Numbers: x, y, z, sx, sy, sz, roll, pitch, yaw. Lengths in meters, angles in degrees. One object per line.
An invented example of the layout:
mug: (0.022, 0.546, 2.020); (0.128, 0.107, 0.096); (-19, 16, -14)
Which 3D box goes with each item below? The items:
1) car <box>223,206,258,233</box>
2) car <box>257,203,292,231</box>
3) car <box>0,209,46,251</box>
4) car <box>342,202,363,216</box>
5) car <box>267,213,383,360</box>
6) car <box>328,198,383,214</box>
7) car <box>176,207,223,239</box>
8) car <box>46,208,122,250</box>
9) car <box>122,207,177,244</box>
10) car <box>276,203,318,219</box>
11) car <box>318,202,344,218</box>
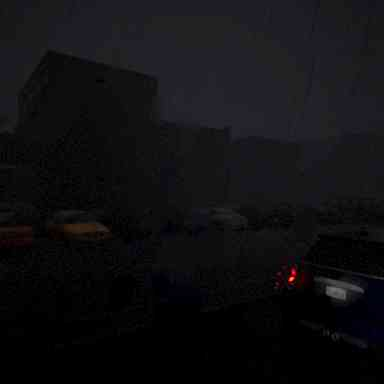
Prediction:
car: (1.355, 1.633, 19.782); (2.002, 1.452, 4.674); (1, 0, -36)
car: (3.608, 1.652, 21.435); (2.163, 1.488, 4.792); (1, 0, -36)
car: (-7.693, 1.485, 13.529); (1.946, 1.575, 5.366); (1, 0, -36)
car: (10.363, 1.748, 26.203); (2.163, 1.488, 4.792); (1, 0, -36)
car: (3.691, 1.410, 5.765); (4.553, 1.767, 2.097); (1, 0, -36)
car: (12.575, 1.502, 27.859); (2.435, 2.045, 5.566); (1, -1, -36)
car: (-0.842, 1.595, 18.175); (2.163, 1.488, 4.792); (1, 0, -36)
car: (-5.232, 1.510, 14.837); (1.946, 1.575, 5.366); (1, 0, -36)
car: (-3.081, 1.568, 16.570); (2.163, 1.488, 4.792); (1, 0, -36)
car: (5.885, 1.528, 22.992); (2.185, 1.767, 4.553); (1, 0, -36)
car: (8.110, 1.685, 24.618); (2.097, 1.535, 5.008); (1, 0, -36)
